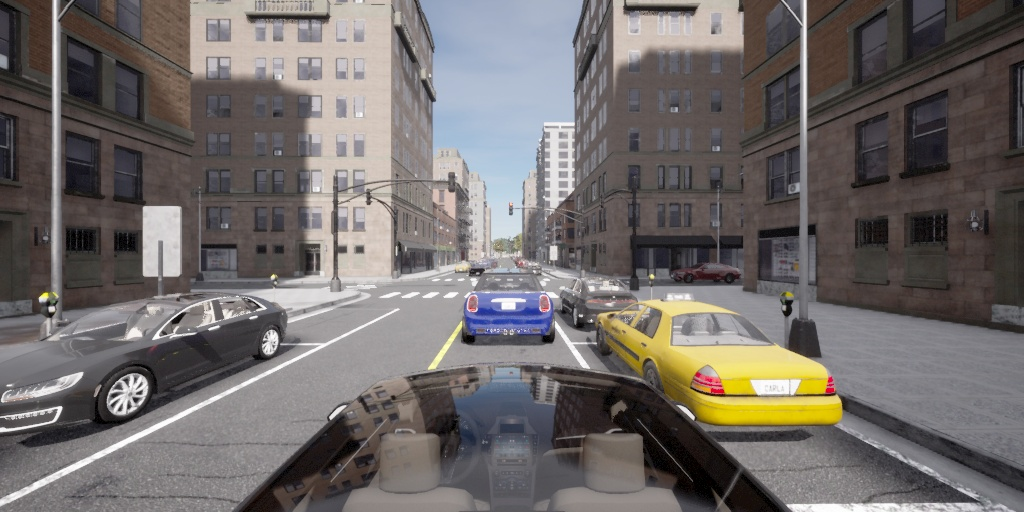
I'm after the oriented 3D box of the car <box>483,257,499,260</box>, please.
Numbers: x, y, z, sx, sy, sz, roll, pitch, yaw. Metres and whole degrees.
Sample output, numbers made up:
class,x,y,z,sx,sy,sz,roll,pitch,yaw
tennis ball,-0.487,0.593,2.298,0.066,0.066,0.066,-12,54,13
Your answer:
class,x,y,z,sx,sy,sz,roll,pitch,yaw
car,-3.497,1.308,56.270,1.994,1.385,4.181,0,0,-1

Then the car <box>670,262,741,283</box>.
class,x,y,z,sx,sy,sz,roll,pitch,yaw
car,13.930,1.186,25.907,4.674,1.442,1.812,0,0,1

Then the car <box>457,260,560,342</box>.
class,x,y,z,sx,sy,sz,roll,pitch,yaw
car,-0.085,1.102,9.885,2.097,1.767,4.553,0,0,0

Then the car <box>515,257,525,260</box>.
class,x,y,z,sx,sy,sz,roll,pitch,yaw
car,1.925,1.182,60.729,1.967,1.591,4.097,0,0,-1

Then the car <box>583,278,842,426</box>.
class,x,y,z,sx,sy,sz,roll,pitch,yaw
car,2.602,1.275,5.894,1.751,1.417,4.829,0,0,-1

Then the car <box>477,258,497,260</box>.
class,x,y,z,sx,sy,sz,roll,pitch,yaw
car,-3.381,1.294,46.264,2.033,1.411,5.357,0,0,0

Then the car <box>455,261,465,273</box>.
class,x,y,z,sx,sy,sz,roll,pitch,yaw
car,-5.889,1.272,43.415,1.751,1.417,4.829,0,0,-1

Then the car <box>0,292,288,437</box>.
class,x,y,z,sx,sy,sz,roll,pitch,yaw
car,-5.429,1.300,5.625,2.007,1.370,4.403,0,0,-1

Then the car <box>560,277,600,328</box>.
class,x,y,z,sx,sy,sz,roll,pitch,yaw
car,2.533,1.300,11.130,2.007,1.370,4.403,0,0,-1
